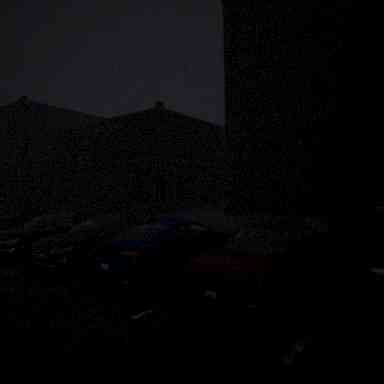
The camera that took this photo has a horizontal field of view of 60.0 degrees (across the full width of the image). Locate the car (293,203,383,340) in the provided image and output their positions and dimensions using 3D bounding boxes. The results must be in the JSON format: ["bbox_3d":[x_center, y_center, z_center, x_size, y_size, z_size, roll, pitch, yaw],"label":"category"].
[{"bbox_3d":[4.024,1.228,6.120,2.435,2.045,5.566,0,0,36],"label":"car"}]

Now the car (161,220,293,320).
[{"bbox_3d":[1.766,1.477,7.701,2.097,1.535,5.008,0,0,36],"label":"car"}]

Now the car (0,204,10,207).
[{"bbox_3d":[-9.450,1.522,15.706,2.097,1.535,5.008,-1,0,36],"label":"car"}]

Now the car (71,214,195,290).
[{"bbox_3d":[-0.483,1.479,9.295,2.097,1.535,5.008,0,0,36],"label":"car"}]

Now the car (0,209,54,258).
[{"bbox_3d":[-4.963,1.494,12.506,2.231,1.521,4.892,0,0,36],"label":"car"}]

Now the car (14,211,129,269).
[{"bbox_3d":[-2.720,1.485,10.904,2.231,1.521,4.892,0,0,36],"label":"car"}]

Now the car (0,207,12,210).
[{"bbox_3d":[-7.228,1.535,14.077,2.163,1.488,4.792,0,0,36],"label":"car"}]

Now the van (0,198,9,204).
[{"bbox_3d":[-11.533,1.315,17.327,1.878,1.987,4.442,-1,0,36],"label":"van"}]
